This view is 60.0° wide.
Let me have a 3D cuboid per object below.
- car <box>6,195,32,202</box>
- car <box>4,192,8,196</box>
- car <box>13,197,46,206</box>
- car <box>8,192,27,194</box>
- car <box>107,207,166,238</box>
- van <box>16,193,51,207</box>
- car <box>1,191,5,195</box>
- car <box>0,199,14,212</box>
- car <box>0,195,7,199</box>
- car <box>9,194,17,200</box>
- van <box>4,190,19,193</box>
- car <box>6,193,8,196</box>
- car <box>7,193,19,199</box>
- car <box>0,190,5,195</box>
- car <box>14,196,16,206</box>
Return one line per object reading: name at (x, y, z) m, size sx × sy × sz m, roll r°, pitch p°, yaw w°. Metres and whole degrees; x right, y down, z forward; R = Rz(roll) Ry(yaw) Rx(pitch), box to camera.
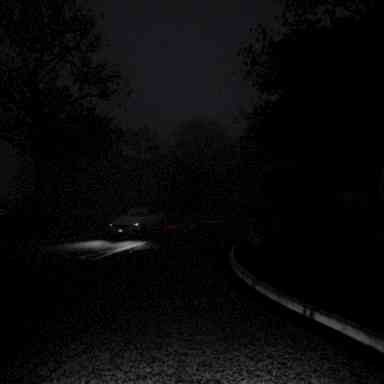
car at (-37.155, 1.332, 71.478) m, size 4.674 × 1.452 × 2.002 m, roll 0°, pitch 1°, yaw -33°
car at (-35.649, 1.344, 69.144) m, size 5.008 × 1.535 × 2.097 m, roll 0°, pitch 1°, yaw -33°
car at (-28.092, 1.640, 57.509) m, size 4.792 × 1.488 × 2.163 m, roll 0°, pitch 1°, yaw -33°
car at (-32.606, 1.325, 64.500) m, size 4.553 × 1.767 × 2.185 m, roll 0°, pitch 1°, yaw -33°
car at (-2.867, 1.556, 18.310) m, size 1.812 × 1.442 × 4.674 m, roll -2°, pitch 0°, yaw 15°
van at (-23.695, 1.548, 50.434) m, size 4.442 × 1.987 × 1.878 m, roll 0°, pitch 1°, yaw -33°
car at (-41.694, 1.165, 78.455) m, size 4.792 × 1.488 × 2.163 m, roll 0°, pitch 1°, yaw -33°
car at (-24.967, 1.955, 42.900) m, size 1.895 × 1.301 × 4.718 m, roll 0°, pitch 0°, yaw -41°
car at (-29.731, 1.733, 50.623) m, size 1.837 × 1.490 × 4.892 m, roll 0°, pitch 1°, yaw -33°
car at (-26.767, 1.662, 55.062) m, size 5.366 × 1.575 × 1.946 m, roll 0°, pitch 1°, yaw -33°
van at (-38.558, 1.014, 73.869) m, size 4.442 × 1.987 × 1.878 m, roll 0°, pitch 1°, yaw -33°
car at (-34.141, 1.438, 66.815) m, size 4.674 × 1.452 × 2.002 m, roll 0°, pitch 1°, yaw -33°
car at (-31.122, 1.503, 62.157) m, size 5.008 × 1.535 × 2.097 m, roll 0°, pitch 1°, yaw -33°
car at (-44.838, 1.029, 83.032) m, size 5.366 × 1.575 × 1.946 m, roll 0°, pitch 1°, yaw -33°
car at (-25.079, 1.749, 52.847) m, size 4.792 × 1.488 × 2.163 m, roll 0°, pitch 1°, yaw -33°
